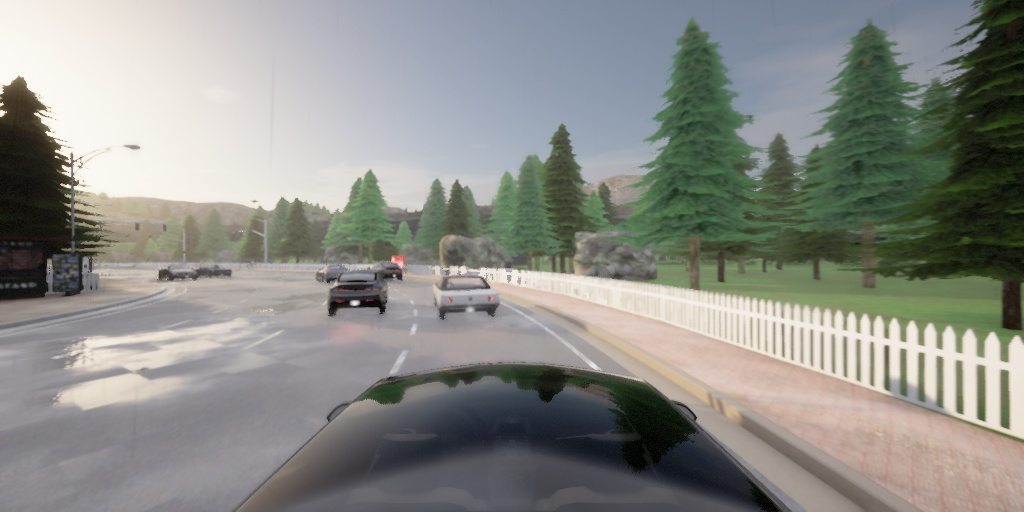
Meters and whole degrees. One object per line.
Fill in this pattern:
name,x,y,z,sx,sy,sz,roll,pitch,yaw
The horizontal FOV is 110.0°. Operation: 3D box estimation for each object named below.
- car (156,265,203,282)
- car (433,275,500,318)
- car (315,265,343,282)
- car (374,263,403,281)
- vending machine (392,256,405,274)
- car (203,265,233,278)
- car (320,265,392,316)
car,-30.028,1.489,32.160,4.674,1.442,1.812,0,0,32
car,-1.835,1.339,13.006,1.895,1.301,4.718,-1,0,-15
car,-14.048,1.382,28.231,1.994,1.385,4.181,-1,0,-40
car,-10.581,1.285,29.553,1.837,1.490,4.892,0,0,-39
vending machine,-11.573,0.967,36.571,0.880,2.100,1.100,0,0,43
car,-30.448,1.557,36.543,4.718,1.301,1.895,0,0,32
car,-5.767,1.278,13.814,1.837,1.490,4.892,0,0,-18
